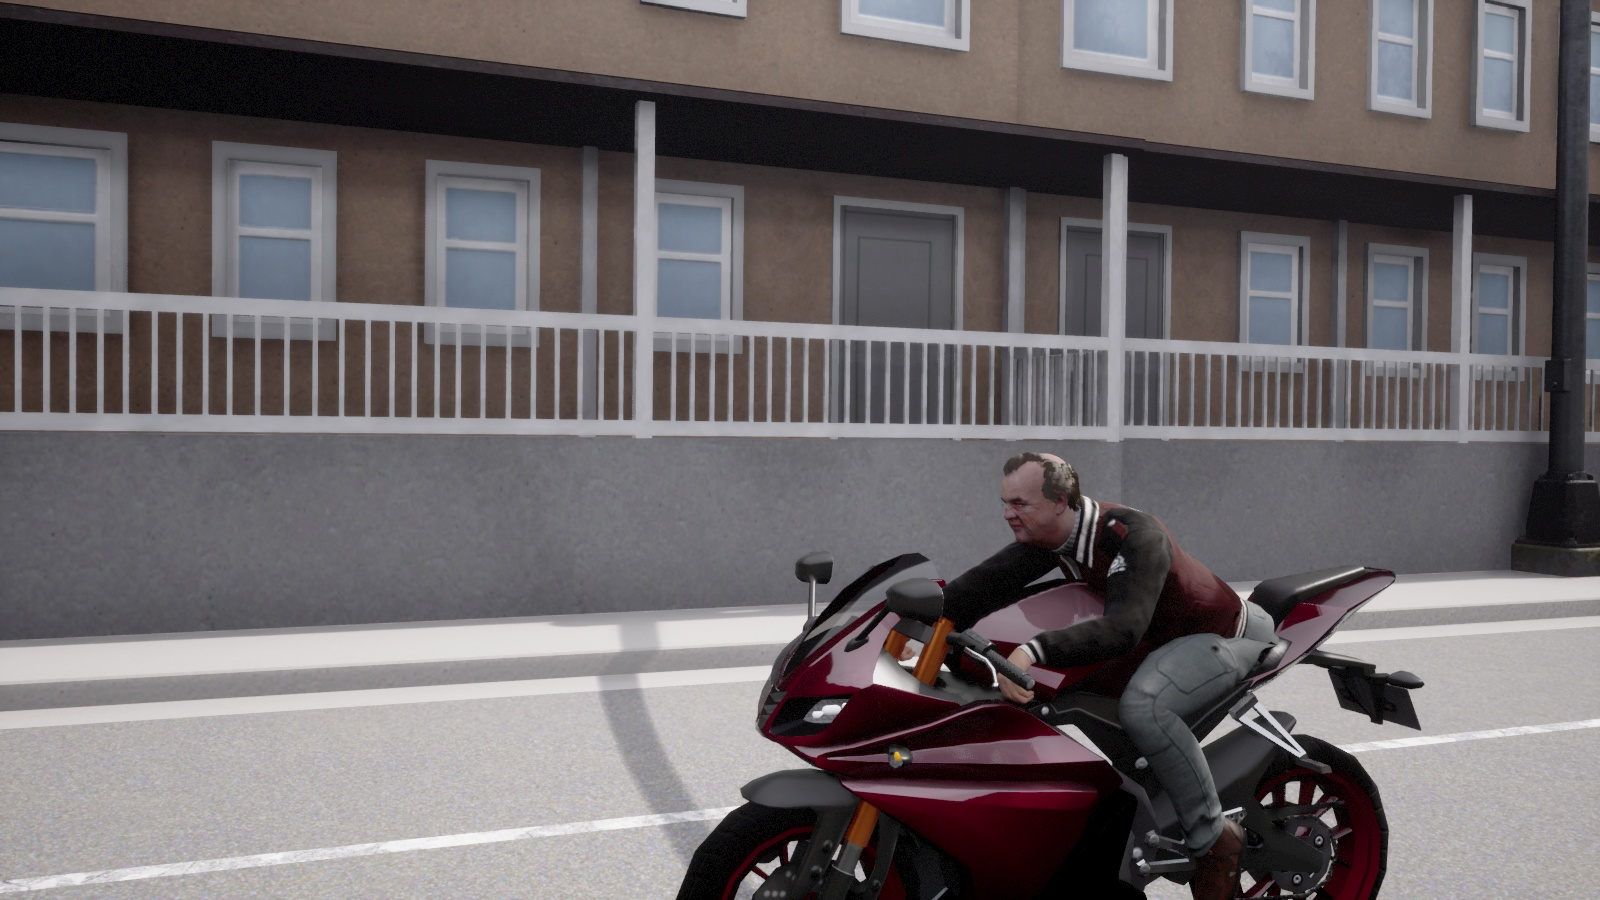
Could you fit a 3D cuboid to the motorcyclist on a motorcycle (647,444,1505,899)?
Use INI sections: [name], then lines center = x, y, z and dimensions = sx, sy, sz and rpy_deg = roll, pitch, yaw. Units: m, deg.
[motorcyclist on a motorcycle]
center = 0.755, 0.768, 3.489
dimensions = 2.191, 1.530, 0.866
rpy_deg = -1, 1, -19
